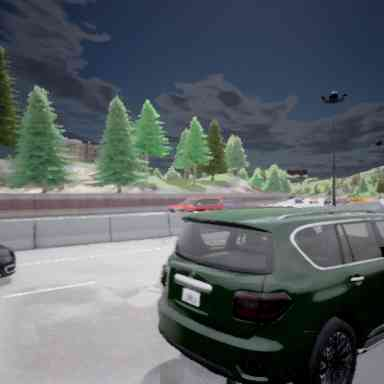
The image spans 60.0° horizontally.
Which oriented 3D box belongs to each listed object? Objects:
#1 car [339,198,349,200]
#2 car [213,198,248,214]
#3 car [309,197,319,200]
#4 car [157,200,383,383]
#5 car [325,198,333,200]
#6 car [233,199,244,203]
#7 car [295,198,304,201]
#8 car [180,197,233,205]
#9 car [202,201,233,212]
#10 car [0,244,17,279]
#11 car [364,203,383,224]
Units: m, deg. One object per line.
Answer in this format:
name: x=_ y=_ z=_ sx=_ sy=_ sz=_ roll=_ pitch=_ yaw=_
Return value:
car: x=26.618 y=1.876 z=58.465 sx=1.837 sy=1.490 sz=4.892 roll=0 pitch=0 yaw=32
car: x=4.814 y=1.641 z=41.236 sx=2.097 sy=1.767 sz=4.553 roll=-1 pitch=0 yaw=43
car: x=27.366 y=1.958 z=74.521 sx=1.882 sy=1.535 sz=5.008 roll=0 pitch=0 yaw=26
car: x=2.107 y=1.258 z=5.306 sx=5.566 sy=2.045 sz=2.150 roll=0 pitch=0 yaw=-38
car: x=28.265 y=1.941 z=68.442 sx=1.837 sy=1.490 sz=4.892 roll=0 pitch=0 yaw=28
car: x=4.421 y=1.815 z=35.732 sx=1.994 sy=1.385 sz=4.181 roll=0 pitch=-1 yaw=44
car: x=25.389 y=2.045 z=78.591 sx=1.812 sy=1.442 sz=4.674 roll=0 pitch=0 yaw=26
car: x=0.434 y=1.418 z=27.013 sx=5.566 sy=2.045 sz=2.150 roll=0 pitch=0 yaw=-42
car: x=3.458 y=1.884 z=44.931 sx=1.994 sy=1.385 sz=4.181 roll=0 pitch=-1 yaw=41
car: x=-6.765 y=1.576 z=7.594 sx=4.892 sy=1.490 sz=1.837 roll=0 pitch=0 yaw=-35
car: x=15.969 y=1.716 z=27.151 sx=2.033 sy=1.411 sz=5.357 roll=0 pitch=-1 yaw=43
